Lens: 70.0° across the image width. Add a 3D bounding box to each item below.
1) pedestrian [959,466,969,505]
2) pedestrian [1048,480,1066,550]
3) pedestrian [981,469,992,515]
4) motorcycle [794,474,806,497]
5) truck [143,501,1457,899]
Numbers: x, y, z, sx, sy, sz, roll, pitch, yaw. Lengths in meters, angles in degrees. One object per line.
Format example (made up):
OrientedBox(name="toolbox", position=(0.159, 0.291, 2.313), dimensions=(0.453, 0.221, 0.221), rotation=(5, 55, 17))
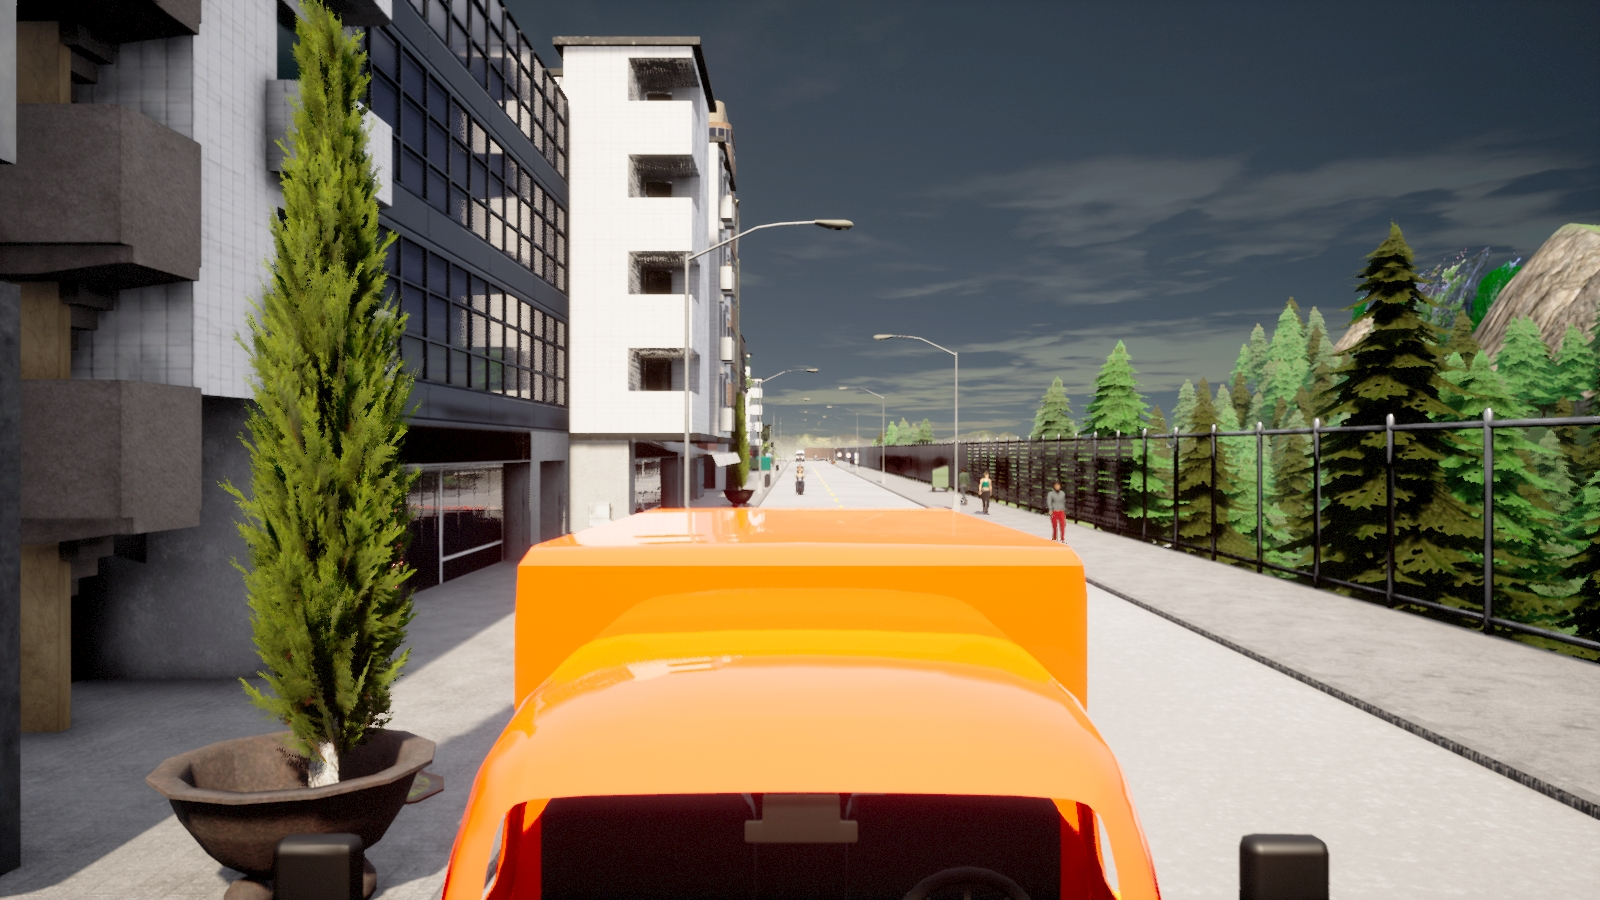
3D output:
OrientedBox(name="pedestrian", position=(7.880, 1.721, 54.863), dimensions=(0.375, 1.860, 0.375), rotation=(0, 0, -11))
OrientedBox(name="pedestrian", position=(6.906, 1.731, 30.704), dimensions=(0.375, 1.860, 0.375), rotation=(0, 0, -2))
OrientedBox(name="pedestrian", position=(7.612, 1.725, 46.698), dimensions=(0.375, 1.860, 0.375), rotation=(0, 0, 0))
OrientedBox(name="motorcycle", position=(0.000, 2.125, 69.490), dimensions=(0.764, 1.307, 2.356), rotation=(0, 0, 0))
OrientedBox(name="truck", position=(0.000, 1.566, 4.886), dimensions=(2.627, 2.467, 5.204), rotation=(0, 0, 0))
